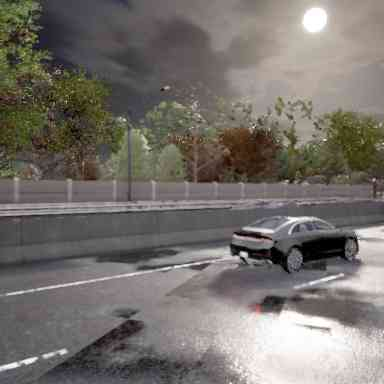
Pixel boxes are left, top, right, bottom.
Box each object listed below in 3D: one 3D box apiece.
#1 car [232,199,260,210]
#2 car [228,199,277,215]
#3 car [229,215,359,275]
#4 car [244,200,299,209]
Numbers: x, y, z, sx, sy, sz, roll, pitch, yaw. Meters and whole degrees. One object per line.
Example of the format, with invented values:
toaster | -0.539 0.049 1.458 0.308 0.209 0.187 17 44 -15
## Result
car | 5.609 1.527 29.730 4.892 1.490 1.837 0 0 -36
car | 6.322 1.520 34.576 4.902 1.511 2.128 0 0 -36
car | 3.383 1.492 10.543 4.902 1.511 2.128 0 0 -36
car | 6.986 1.558 26.405 5.357 1.411 2.033 0 0 -36
